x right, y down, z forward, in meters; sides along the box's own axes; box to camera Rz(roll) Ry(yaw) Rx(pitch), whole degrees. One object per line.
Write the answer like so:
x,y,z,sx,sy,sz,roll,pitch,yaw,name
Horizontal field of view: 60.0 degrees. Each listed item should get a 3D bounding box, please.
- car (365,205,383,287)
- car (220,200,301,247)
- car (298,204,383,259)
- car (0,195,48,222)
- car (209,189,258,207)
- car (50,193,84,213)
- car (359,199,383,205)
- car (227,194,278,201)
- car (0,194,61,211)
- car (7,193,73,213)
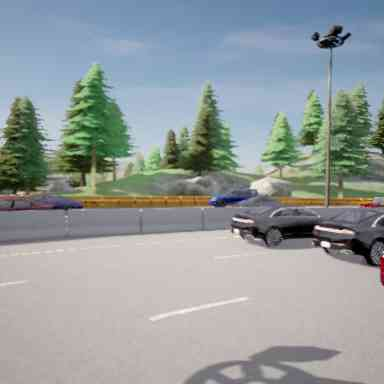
6.108,1.211,6.741,4.553,1.767,2.097,0,1,-24,car
3.930,1.259,13.435,4.902,1.511,2.128,0,1,-22,car
6.148,1.303,10.532,4.902,1.511,2.128,0,1,-21,car
-11.991,1.012,21.085,5.008,1.535,1.882,0,1,-31,car
4.671,0.698,36.009,5.566,2.045,2.150,0,1,-14,car
-10.925,1.003,25.957,4.674,1.442,1.812,0,1,-29,car
16.193,1.235,27.202,4.718,1.301,1.895,0,1,-4,car
5.586,1.140,28.778,4.181,1.385,1.994,0,1,-14,car
-10.123,1.078,18.142,5.008,1.535,1.882,0,1,-31,car
-13.105,0.889,28.729,5.008,1.535,1.882,0,1,-30,car
